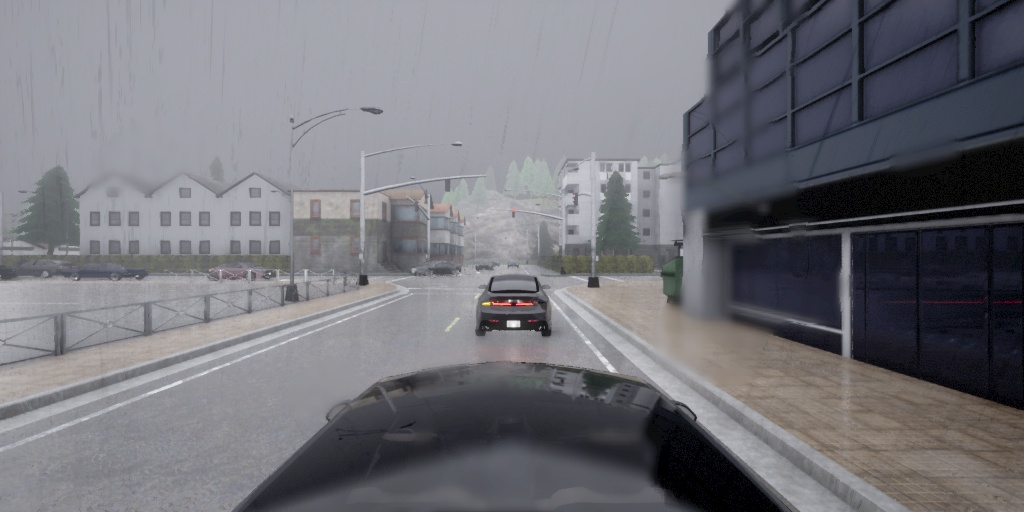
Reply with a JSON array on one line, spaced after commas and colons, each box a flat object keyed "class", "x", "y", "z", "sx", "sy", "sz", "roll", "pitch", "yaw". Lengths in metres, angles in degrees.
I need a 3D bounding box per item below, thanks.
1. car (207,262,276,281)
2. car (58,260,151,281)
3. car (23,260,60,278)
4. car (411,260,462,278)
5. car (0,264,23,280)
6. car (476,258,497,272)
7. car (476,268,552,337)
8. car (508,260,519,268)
[{"class": "car", "x": -19.891, "y": 1.138, "z": 26.500, "sx": 4.181, "sy": 1.385, "sz": 1.994, "roll": 0, "pitch": 0, "yaw": 0}, {"class": "car", "x": -29.911, "y": 1.174, "z": 26.546, "sx": 4.718, "sy": 1.301, "sz": 1.895, "roll": 0, "pitch": 0, "yaw": 0}, {"class": "car", "x": -39.567, "y": 1.078, "z": 30.279, "sx": 4.892, "sy": 1.490, "sz": 1.837, "roll": 0, "pitch": 0, "yaw": 0}, {"class": "car", "x": -6.674, "y": 1.091, "z": 31.983, "sx": 2.128, "sy": 1.511, "sz": 4.902, "roll": 2, "pitch": 1, "yaw": 41}, {"class": "car", "x": -40.133, "y": 1.174, "z": 26.626, "sx": 4.718, "sy": 1.301, "sz": 1.895, "roll": 0, "pitch": 0, "yaw": 1}, {"class": "car", "x": -3.531, "y": 1.102, "z": 47.342, "sx": 2.097, "sy": 1.767, "sz": 4.553, "roll": 0, "pitch": 0, "yaw": 0}, {"class": "car", "x": 0.067, "y": 1.255, "z": 10.344, "sx": 1.837, "sy": 1.490, "sz": 4.892, "roll": 0, "pitch": 0, "yaw": 1}, {"class": "car", "x": 0.181, "y": 1.351, "z": 60.994, "sx": 1.895, "sy": 1.301, "sz": 4.718, "roll": 0, "pitch": 0, "yaw": -1}]
